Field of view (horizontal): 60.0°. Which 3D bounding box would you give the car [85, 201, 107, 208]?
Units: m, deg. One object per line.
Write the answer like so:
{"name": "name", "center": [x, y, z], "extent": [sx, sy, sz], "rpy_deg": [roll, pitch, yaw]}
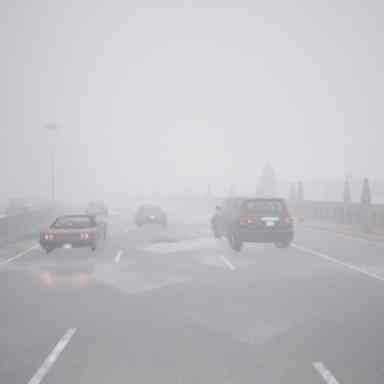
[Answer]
{"name": "car", "center": [-8.827, 1.529, 30.554], "extent": [1.994, 1.385, 4.181], "rpy_deg": [0, 0, -19]}

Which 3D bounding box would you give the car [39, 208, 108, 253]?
{"name": "car", "center": [-4.657, 1.584, 13.761], "extent": [1.895, 1.301, 4.718], "rpy_deg": [0, 0, -8]}

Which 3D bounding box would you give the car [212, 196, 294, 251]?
{"name": "car", "center": [2.344, 1.178, 14.197], "extent": [2.150, 2.045, 5.566], "rpy_deg": [0, 0, -8]}

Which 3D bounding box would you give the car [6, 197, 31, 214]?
{"name": "car", "center": [-18.260, 1.364, 35.069], "extent": [2.097, 1.767, 4.553], "rpy_deg": [0, 0, -24]}

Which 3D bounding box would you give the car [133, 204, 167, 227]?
{"name": "car", "center": [-2.943, 1.519, 22.790], "extent": [1.994, 1.385, 4.181], "rpy_deg": [0, 0, -13]}
